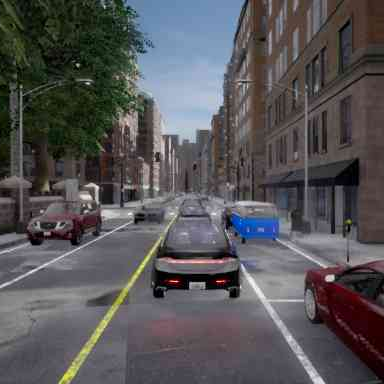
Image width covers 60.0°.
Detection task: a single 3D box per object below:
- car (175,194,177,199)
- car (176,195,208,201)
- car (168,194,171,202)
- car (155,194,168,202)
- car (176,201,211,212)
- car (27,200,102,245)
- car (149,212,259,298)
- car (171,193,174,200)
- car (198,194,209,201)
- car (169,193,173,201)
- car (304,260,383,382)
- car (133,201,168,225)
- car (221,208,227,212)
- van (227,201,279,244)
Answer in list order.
[{"bbox_3d":[-5.698,1.496,86.475,2.008,1.369,4.403,0,0,0],"label":"car"},{"bbox_3d":[-0.010,1.338,27.592,2.097,1.767,4.553,0,0,0],"label":"car"},{"bbox_3d":[-5.691,1.502,64.672,2.008,1.369,4.403,0,0,0],"label":"car"},{"bbox_3d":[-5.689,1.480,59.051,1.752,1.417,4.829,0,0,0],"label":"car"},{"bbox_3d":[0.092,1.485,18.415,2.128,1.511,4.902,0,0,0],"label":"car"},{"bbox_3d":[-5.675,1.310,15.533,2.192,1.841,5.009,0,0,0],"label":"car"},{"bbox_3d":[0.097,1.490,8.476,2.128,1.511,4.902,0,0,0],"label":"car"},{"bbox_3d":[-5.694,1.491,75.574,1.887,1.381,4.507,0,0,0],"label":"car"},{"bbox_3d":[2.830,1.387,75.612,1.967,1.590,4.097,0,0,0],"label":"car"},{"bbox_3d":[-5.693,1.493,70.123,1.887,1.381,4.507,0,0,0],"label":"car"},{"bbox_3d":[2.853,1.544,4.254,1.887,1.381,4.507,0,0,0],"label":"car"},{"bbox_3d":[-3.024,1.590,24.311,1.895,1.301,4.718,0,0,0],"label":"car"},{"bbox_3d":[2.848,1.557,21.236,1.947,1.339,4.313,0,0,0],"label":"car"},{"bbox_3d":[2.849,1.336,15.575,1.690,1.788,3.998,0,0,0],"label":"van"}]
